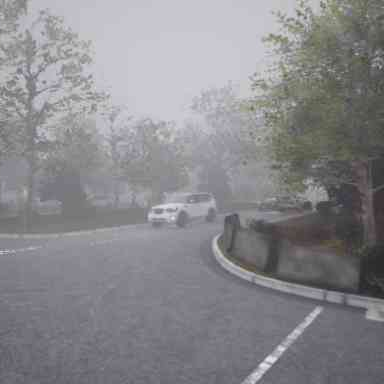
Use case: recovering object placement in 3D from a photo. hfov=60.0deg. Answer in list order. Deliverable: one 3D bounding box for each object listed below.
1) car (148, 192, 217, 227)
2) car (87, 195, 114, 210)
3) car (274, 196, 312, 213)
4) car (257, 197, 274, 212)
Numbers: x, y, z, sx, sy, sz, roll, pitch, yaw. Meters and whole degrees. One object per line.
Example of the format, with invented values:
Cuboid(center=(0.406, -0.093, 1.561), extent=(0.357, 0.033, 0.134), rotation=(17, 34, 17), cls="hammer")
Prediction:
Cuboid(center=(-0.448, 1.075, 21.601), extent=(2.150, 2.045, 5.566), rotation=(-3, -1, 34), cls="car")
Cuboid(center=(-12.905, 1.407, 43.996), extent=(2.150, 2.045, 5.566), rotation=(-3, -1, 36), cls="car")
Cuboid(center=(9.438, 1.114, 30.268), extent=(1.994, 1.385, 4.181), rotation=(-3, -1, 35), cls="car")
Cuboid(center=(8.312, 1.183, 34.035), extent=(1.812, 1.442, 4.674), rotation=(-3, -1, 35), cls="car")
